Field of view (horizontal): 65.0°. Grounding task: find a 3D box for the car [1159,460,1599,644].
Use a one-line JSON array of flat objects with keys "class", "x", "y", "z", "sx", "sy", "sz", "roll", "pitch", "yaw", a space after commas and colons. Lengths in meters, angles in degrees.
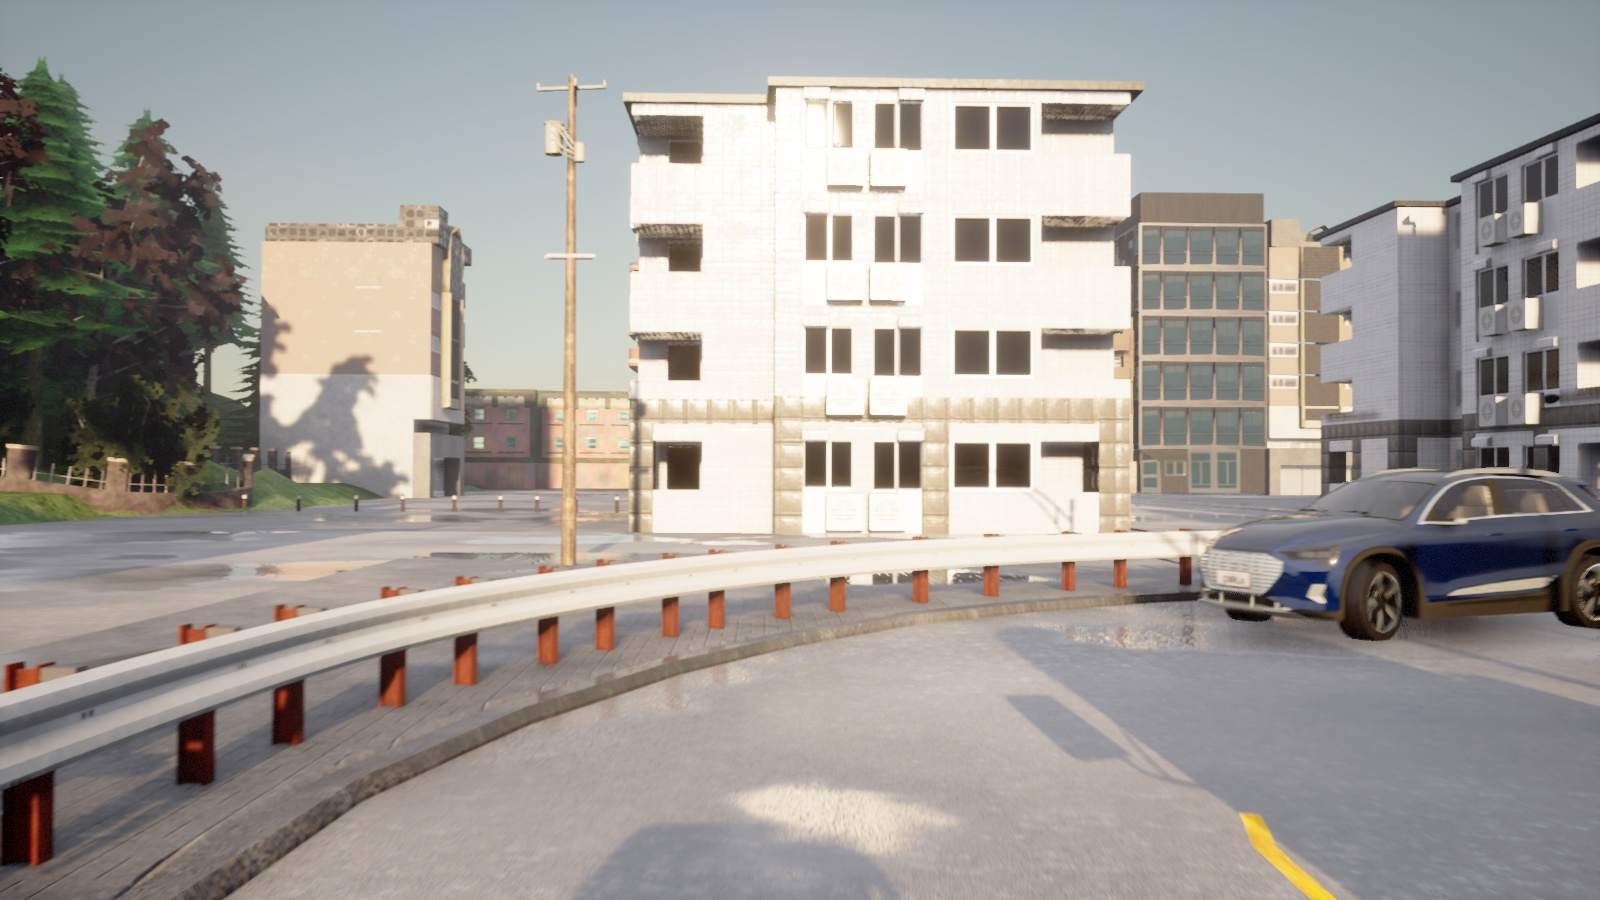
[{"class": "car", "x": 6.405, "y": 0.943, "z": 13.121, "sx": 4.856, "sy": 1.649, "sz": 2.033, "roll": 0, "pitch": -1, "yaw": -22}]
